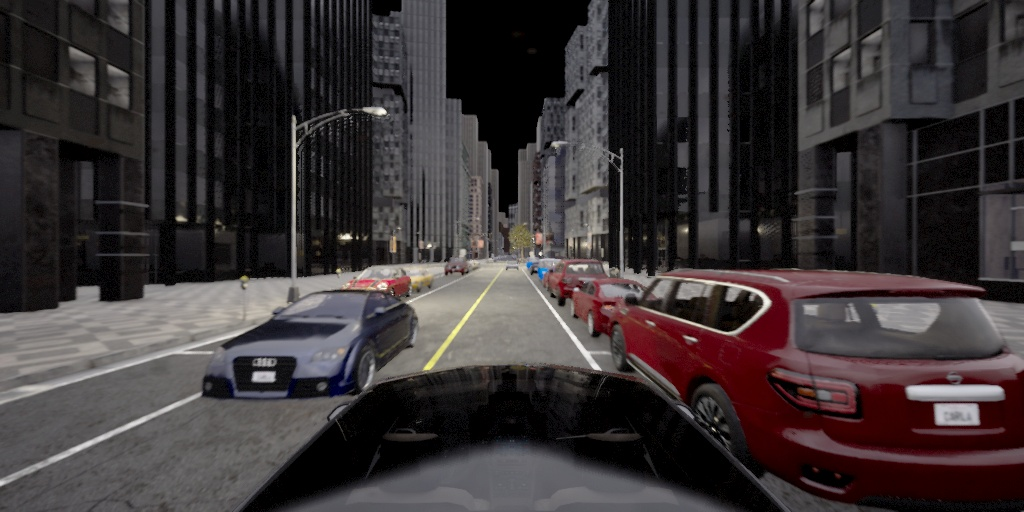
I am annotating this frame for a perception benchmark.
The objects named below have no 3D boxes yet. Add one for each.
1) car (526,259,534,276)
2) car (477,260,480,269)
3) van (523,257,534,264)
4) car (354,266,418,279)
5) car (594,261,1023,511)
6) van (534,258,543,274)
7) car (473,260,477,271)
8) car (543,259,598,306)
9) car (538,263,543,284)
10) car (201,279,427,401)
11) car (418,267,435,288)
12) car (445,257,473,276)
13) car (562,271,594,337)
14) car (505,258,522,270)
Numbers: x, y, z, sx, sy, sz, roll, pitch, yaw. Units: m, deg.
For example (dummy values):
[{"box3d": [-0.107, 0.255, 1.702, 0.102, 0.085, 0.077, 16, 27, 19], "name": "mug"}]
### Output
[{"box3d": [2.790, 1.316, 37.690, 1.948, 1.339, 4.313, 0, 0, 0], "name": "car"}, {"box3d": [-5.727, 1.276, 48.549, 1.751, 1.417, 4.829, 0, 0, 0], "name": "car"}, {"box3d": [2.799, 1.092, 48.715, 1.690, 1.789, 3.998, 0, 0, 0], "name": "van"}, {"box3d": [-5.752, 1.189, 15.641, 1.967, 1.591, 4.097, 0, 0, 0], "name": "car"}, {"box3d": [2.765, 1.065, 4.614, 2.192, 1.841, 5.009, 0, 0, 0], "name": "car"}, {"box3d": [2.782, 1.091, 26.665, 1.690, 1.789, 3.998, 0, 0, 0], "name": "van"}, {"box3d": [-5.731, 1.301, 43.206, 2.007, 1.370, 4.403, 0, 0, 0], "name": "car"}, {"box3d": [2.773, 1.064, 15.639, 2.192, 1.841, 5.009, 0, 0, 0], "name": "car"}, {"box3d": [2.777, 1.295, 21.152, 1.888, 1.381, 4.507, 0, 0, 0], "name": "car"}, {"box3d": [-3.085, 1.313, 6.461, 1.994, 1.385, 4.181, 0, 0, 0], "name": "car"}, {"box3d": [-5.748, 1.275, 20.984, 1.751, 1.417, 4.829, 0, 0, 0], "name": "car"}, {"box3d": [-5.735, 1.065, 37.693, 2.192, 1.841, 5.009, 0, 0, 0], "name": "car"}, {"box3d": [2.769, 1.295, 10.127, 1.888, 1.381, 4.507, 0, 0, 0], "name": "car"}, {"box3d": [0.052, 1.353, 51.170, 1.895, 1.301, 4.718, 0, 0, 0], "name": "car"}]
